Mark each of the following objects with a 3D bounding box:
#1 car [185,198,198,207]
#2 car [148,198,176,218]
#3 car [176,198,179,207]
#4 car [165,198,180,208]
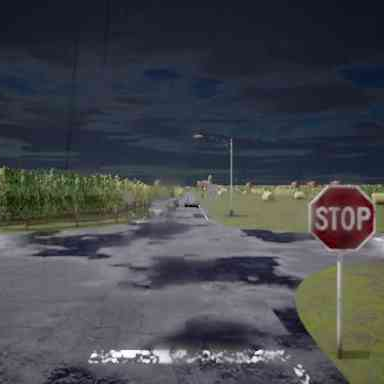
[{"bbox_3d":[-0.064,1.636,51.208,1.994,1.385,4.181,0,0,0],"label":"car"},{"bbox_3d":[-2.933,1.549,30.635,2.128,1.511,4.902,0,0,0],"label":"car"},{"bbox_3d":[-2.972,1.632,41.018,1.994,1.385,4.181,0,0,-1],"label":"car"},{"bbox_3d":[-3.007,1.619,51.683,2.033,1.411,5.357,0,0,0],"label":"car"}]
